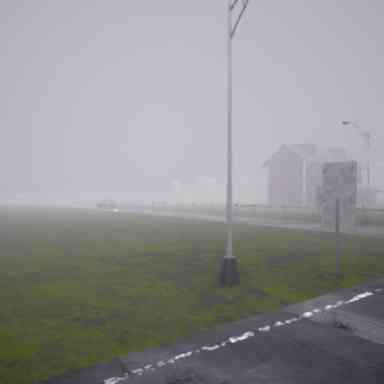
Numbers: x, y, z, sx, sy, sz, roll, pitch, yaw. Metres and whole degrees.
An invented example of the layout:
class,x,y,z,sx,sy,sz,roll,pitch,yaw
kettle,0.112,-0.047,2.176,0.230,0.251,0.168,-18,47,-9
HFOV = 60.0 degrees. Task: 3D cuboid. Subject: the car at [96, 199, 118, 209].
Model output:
class,x,y,z,sx,sy,sz,roll,pitch,yaw
car,-13.673,1.863,53.483,2.097,1.767,4.553,1,-1,-35
